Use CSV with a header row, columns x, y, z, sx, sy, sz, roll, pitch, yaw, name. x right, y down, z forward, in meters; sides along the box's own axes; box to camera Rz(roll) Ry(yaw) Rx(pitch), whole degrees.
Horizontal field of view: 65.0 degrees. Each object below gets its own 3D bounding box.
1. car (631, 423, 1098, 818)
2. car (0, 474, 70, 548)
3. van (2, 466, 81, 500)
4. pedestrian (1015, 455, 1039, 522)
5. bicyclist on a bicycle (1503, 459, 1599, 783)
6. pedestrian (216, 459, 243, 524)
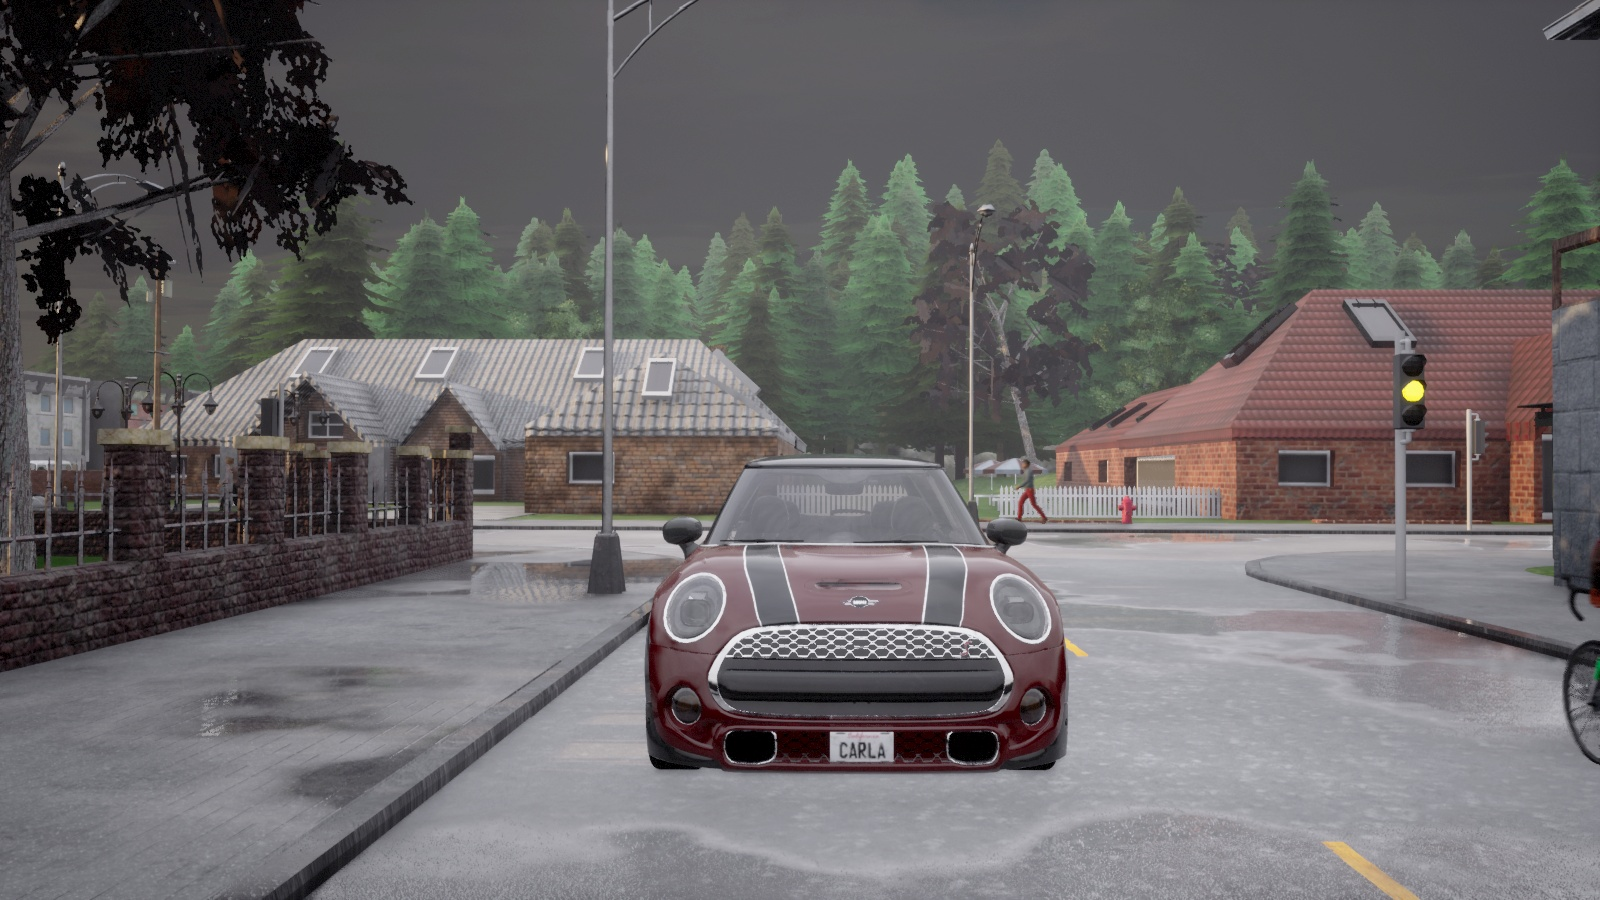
x,y,z,sx,sy,sz,roll,pitch,yaw,name
0.271,0.805,7.943,2.097,1.767,4.553,0,-1,0,car
-18.574,1.289,27.041,4.514,1.525,2.007,0,-1,0,car
-46.871,2.026,77.686,2.069,2.038,4.480,0,-1,2,van
6.342,1.079,35.089,0.614,1.847,0.353,0,-1,0,pedestrian
4.288,0.856,6.331,0.582,1.620,1.656,0,-1,2,bicyclist on a bicycle
-16.272,1.189,35.812,0.634,1.846,0.331,0,-1,-14,pedestrian
